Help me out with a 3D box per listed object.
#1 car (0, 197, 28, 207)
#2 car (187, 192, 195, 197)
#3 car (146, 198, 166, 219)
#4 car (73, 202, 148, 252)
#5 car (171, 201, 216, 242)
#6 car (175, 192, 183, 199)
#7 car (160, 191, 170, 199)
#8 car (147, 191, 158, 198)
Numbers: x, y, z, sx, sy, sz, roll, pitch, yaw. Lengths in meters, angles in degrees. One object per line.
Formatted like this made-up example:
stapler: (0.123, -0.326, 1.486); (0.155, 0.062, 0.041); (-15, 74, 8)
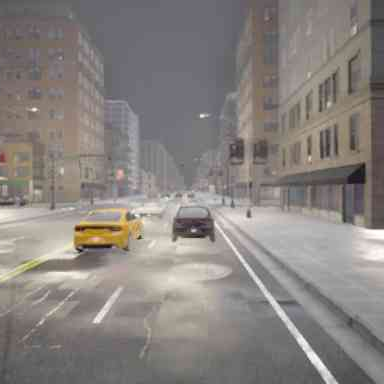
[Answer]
car: (-25.499, 1.386, 46.940); (4.313, 1.339, 1.947); (0, 0, 0)
car: (-0.237, 0.891, 87.154); (1.882, 1.535, 5.008); (0, 0, 0)
car: (-3.219, 1.437, 27.194); (1.895, 1.301, 4.718); (0, 0, 0)
car: (-3.181, 1.404, 13.484); (1.882, 1.535, 5.008); (0, 0, 0)
car: (0.062, 1.374, 15.821); (1.882, 1.535, 5.008); (0, 0, 0)
car: (-3.487, 0.928, 87.145); (1.837, 1.490, 4.892); (0, 0, 0)
car: (-6.730, 0.687, 84.220); (2.150, 2.045, 5.566); (0, 0, 0)
car: (-9.980, 0.702, 84.211); (2.150, 2.045, 5.566); (0, 0, 0)
